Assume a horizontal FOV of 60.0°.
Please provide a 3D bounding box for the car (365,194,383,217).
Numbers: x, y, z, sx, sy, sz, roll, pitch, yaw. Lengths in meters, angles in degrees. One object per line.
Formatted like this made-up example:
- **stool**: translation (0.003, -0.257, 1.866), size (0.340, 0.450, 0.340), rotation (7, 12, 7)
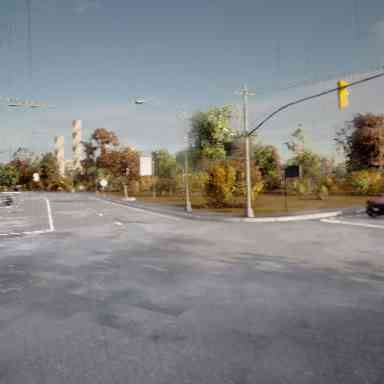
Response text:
- **car**: translation (11.613, 0.509, 18.140), size (5.008, 1.535, 1.882), rotation (-3, 2, -27)

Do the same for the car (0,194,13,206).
- **car**: translation (-24.231, 1.014, 42.648), size (1.812, 1.442, 4.674), rotation (-3, 2, -24)
